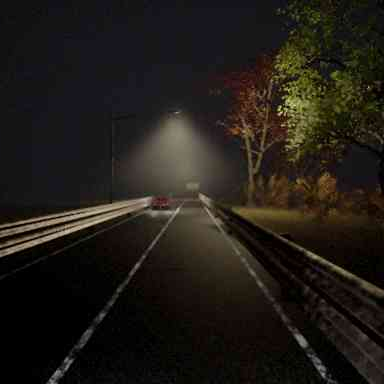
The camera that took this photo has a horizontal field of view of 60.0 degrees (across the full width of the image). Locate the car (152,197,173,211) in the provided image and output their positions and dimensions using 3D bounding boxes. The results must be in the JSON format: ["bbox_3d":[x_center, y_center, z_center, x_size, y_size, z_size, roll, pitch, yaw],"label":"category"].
[{"bbox_3d":[-3.277,1.263,37.142,1.812,1.442,4.674,0,0,0],"label":"car"}]

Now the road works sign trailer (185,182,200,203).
[{"bbox_3d":[0.116,0.066,56.418,2.380,3.560,2.880,0,0,0],"label":"road works sign trailer"}]

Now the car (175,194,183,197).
[{"bbox_3d":[-3.100,0.697,77.780,1.994,1.385,4.181,0,0,0],"label":"car"}]
